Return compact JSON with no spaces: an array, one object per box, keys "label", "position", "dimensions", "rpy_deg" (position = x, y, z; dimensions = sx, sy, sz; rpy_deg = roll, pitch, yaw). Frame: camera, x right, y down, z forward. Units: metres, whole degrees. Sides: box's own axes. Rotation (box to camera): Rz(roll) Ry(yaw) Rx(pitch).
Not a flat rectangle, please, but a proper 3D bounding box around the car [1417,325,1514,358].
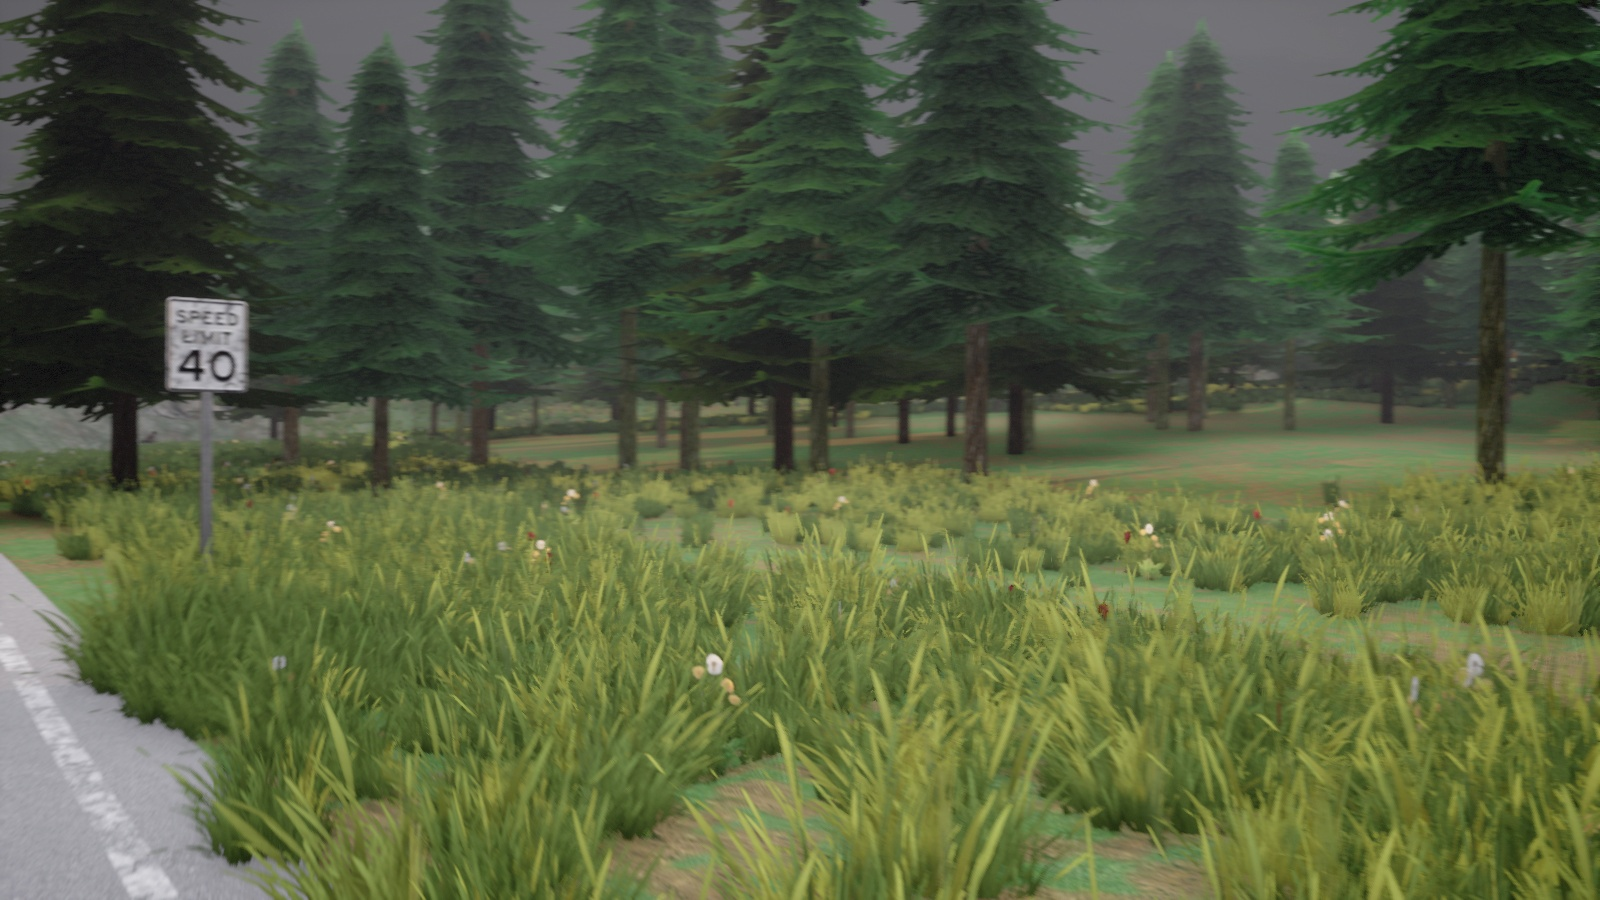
[{"label":"car","position":[43.207,-7.066,81.588],"dimensions":[5.366,1.575,1.801],"rpy_deg":[-5,1,-5]}]
